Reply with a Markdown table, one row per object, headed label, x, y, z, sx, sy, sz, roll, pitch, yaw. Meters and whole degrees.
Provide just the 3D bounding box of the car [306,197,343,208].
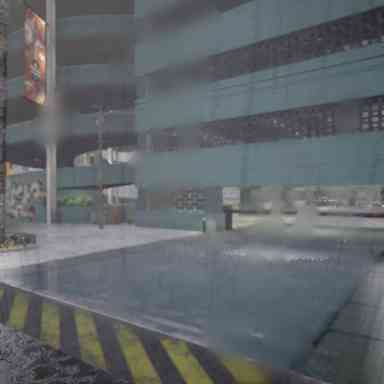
| label | x | y | z | sx | sy | sz | roll | pitch | yaw |
| --- | --- | --- | --- | --- | --- | --- | --- | --- | --- |
| car | 17.850 | 1.401 | 44.977 | 4.674 | 1.452 | 2.002 | 0 | 0 | 36 |
